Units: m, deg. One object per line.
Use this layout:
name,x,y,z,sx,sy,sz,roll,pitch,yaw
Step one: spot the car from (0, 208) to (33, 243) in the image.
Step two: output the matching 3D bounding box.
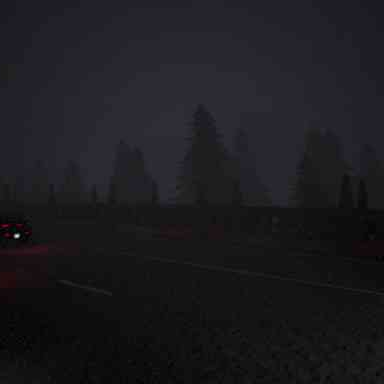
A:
car,-8.960,1.485,14.685,4.892,1.490,1.837,0,0,36
